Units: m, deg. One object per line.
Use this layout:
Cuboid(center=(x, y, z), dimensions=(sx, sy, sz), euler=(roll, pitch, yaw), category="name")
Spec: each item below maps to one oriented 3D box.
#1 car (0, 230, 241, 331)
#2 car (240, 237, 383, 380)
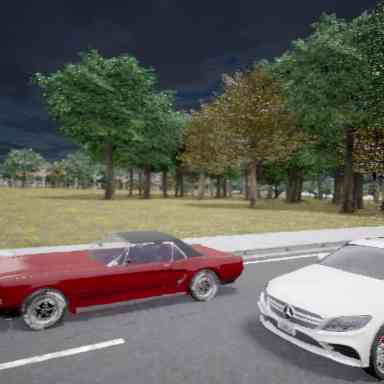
Cuboid(center=(-1.356, 1.483, 6.603), dimensions=(4.718, 1.301, 1.895), euler=(1, 1, -30), category="car")
Cuboid(center=(3.253, 1.534, 5.523), dimensions=(4.674, 1.442, 1.812), euler=(1, 1, -30), category="car")
